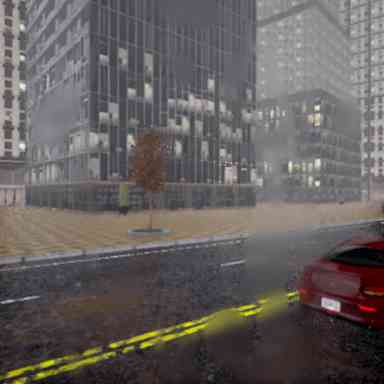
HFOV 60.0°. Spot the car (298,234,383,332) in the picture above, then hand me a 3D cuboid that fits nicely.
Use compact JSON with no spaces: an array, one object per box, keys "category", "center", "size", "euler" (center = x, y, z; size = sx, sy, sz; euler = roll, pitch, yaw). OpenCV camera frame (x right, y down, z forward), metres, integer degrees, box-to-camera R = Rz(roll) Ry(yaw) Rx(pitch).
[{"category":"car","center":[3.949,1.546,6.426],"size":[4.674,1.442,1.812],"euler":[0,0,-37]}]
